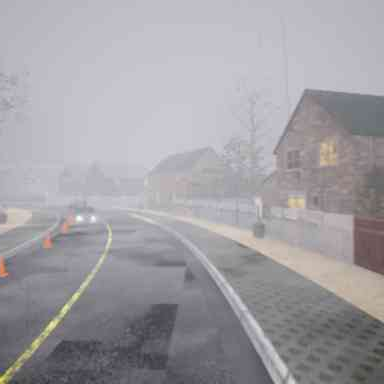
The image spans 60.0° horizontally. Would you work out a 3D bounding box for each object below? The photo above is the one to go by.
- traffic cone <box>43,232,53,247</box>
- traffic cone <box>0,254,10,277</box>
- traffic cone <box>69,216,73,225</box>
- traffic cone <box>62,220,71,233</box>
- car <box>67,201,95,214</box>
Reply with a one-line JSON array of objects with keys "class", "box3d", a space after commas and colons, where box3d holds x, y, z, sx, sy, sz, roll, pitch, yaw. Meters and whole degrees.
[{"class": "traffic cone", "box3d": [-6.004, 1.981, 13.855, 0.340, 0.580, 0.340, 0, 0, -11]}, {"class": "traffic cone", "box3d": [-5.222, 1.979, 9.080, 0.340, 0.580, 0.340, 0, 0, -7]}, {"class": "traffic cone", "box3d": [-8.492, 1.987, 23.203, 0.340, 0.580, 0.340, 0, 0, -19]}, {"class": "traffic cone", "box3d": [-7.097, 1.984, 18.569, 0.340, 0.580, 0.340, 0, 0, -15]}, {"class": "car", "box3d": [-11.999, 1.647, 35.916, 1.895, 1.301, 4.718, 0, 0, -33]}]
